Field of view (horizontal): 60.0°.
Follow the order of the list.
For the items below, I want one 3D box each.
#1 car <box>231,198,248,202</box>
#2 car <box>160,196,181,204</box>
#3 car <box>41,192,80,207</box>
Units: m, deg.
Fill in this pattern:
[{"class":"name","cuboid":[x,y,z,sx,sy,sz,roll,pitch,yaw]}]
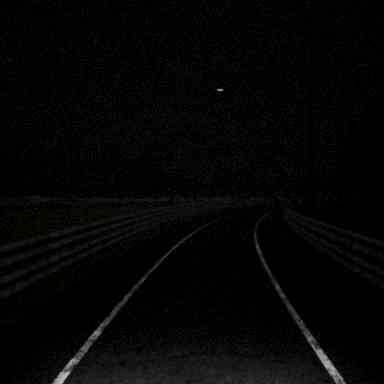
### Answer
[{"class":"car","cuboid":[11.542,1.663,80.065,5.357,1.411,2.033,1,0,-44]},{"class":"car","cuboid":[-4.197,1.440,64.703,4.674,1.442,1.812,0,0,-44]},{"class":"car","cuboid":[-19.633,0.992,49.636,5.566,2.045,2.150,1,-1,-44]}]
